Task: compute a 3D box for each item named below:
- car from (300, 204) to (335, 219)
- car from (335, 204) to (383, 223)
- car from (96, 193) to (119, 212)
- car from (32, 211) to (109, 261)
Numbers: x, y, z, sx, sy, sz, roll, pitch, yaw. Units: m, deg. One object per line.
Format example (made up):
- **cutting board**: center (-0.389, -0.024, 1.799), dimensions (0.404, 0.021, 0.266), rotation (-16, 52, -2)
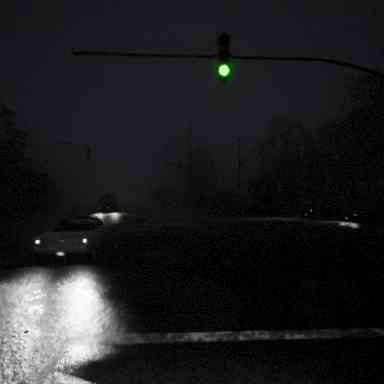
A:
- **car**: center (11.895, 1.658, 29.011), dimensions (4.718, 1.301, 1.895), rotation (1, 0, -13)
- **car**: center (14.388, 1.647, 26.003), dimensions (5.357, 1.411, 2.033), rotation (1, 0, -13)
- **car**: center (-9.742, 1.235, 38.342), dimensions (2.150, 2.045, 5.566), rotation (0, 1, -15)
- **car**: center (-4.401, 1.637, 12.686), dimensions (1.895, 1.301, 4.718), rotation (0, 0, -7)
